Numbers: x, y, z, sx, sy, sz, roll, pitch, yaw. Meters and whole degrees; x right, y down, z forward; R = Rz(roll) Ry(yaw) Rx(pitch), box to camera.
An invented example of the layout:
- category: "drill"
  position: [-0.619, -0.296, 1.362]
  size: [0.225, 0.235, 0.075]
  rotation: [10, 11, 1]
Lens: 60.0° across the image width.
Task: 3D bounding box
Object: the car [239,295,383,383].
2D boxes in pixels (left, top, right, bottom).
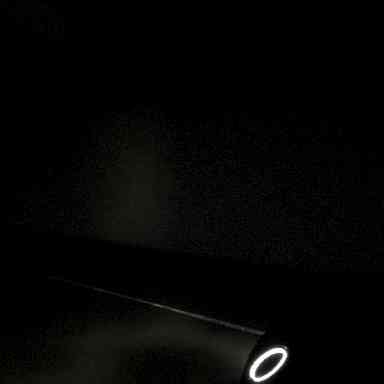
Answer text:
- category: "car"
  position: [2.572, 1.357, 2.157]
  size: [4.553, 1.767, 2.097]
  rotation: [0, 0, 35]
